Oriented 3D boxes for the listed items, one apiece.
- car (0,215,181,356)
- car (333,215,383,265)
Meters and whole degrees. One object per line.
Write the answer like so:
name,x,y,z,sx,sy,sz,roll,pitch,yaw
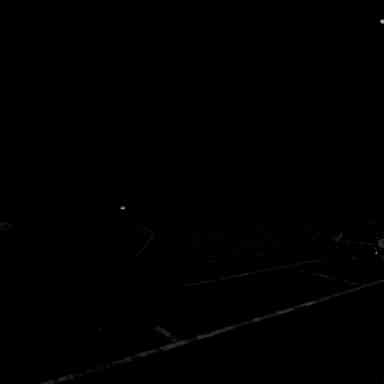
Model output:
car,-2.503,1.319,4.862,5.009,1.841,2.192,0,0,-36
car,6.627,1.521,11.382,4.097,1.590,1.967,0,0,-36
